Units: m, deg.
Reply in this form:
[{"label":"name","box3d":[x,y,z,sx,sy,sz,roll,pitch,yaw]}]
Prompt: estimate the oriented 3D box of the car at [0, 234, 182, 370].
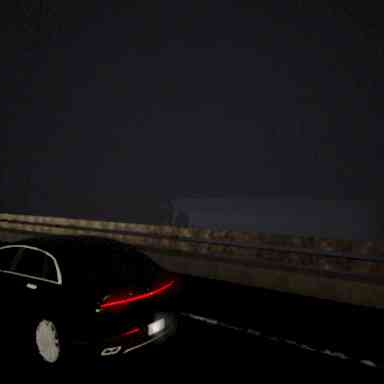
[{"label":"car","box3d":[-2.428,1.506,5.748,4.892,1.490,1.837,0,0,36]}]
